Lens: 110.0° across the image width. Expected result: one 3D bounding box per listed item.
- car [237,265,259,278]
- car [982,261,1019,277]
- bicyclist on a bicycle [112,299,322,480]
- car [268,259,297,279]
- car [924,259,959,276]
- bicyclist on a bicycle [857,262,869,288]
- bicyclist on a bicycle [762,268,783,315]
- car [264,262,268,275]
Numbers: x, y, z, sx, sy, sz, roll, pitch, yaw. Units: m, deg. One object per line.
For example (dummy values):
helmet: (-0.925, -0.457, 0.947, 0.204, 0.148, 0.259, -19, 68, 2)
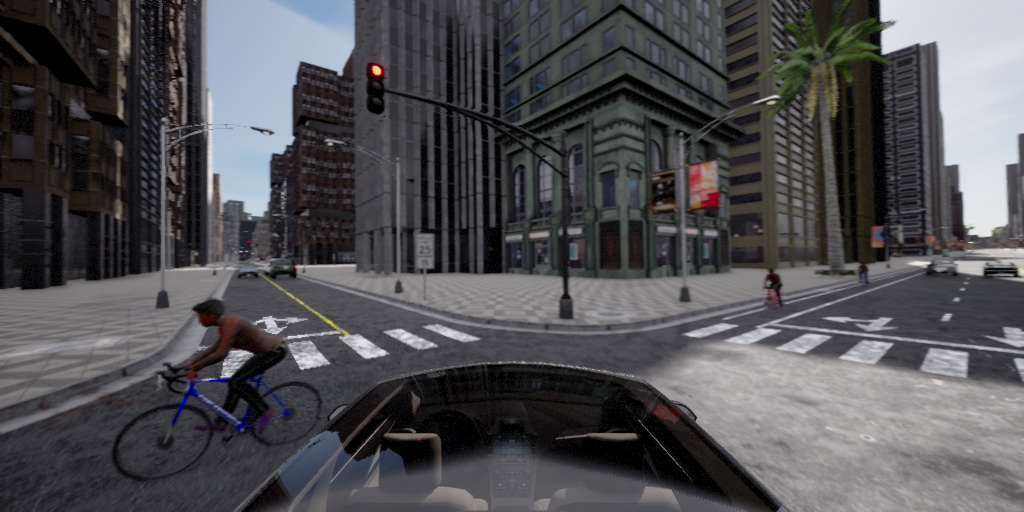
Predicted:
car: (-30.193, 1.728, 41.037, 2.033, 1.411, 5.357, 0, 0, -37)
car: (42.640, 1.119, 31.341, 4.718, 1.301, 1.895, 0, -1, -37)
bicyclist on a bicycle: (-2.834, 1.253, 3.619, 1.656, 1.620, 0.582, 0, -1, -37)
car: (-24.861, 1.359, 39.016, 2.150, 2.045, 5.566, 0, 0, -37)
car: (40.694, 1.081, 33.946, 4.902, 1.511, 2.128, 0, -1, -37)
bicyclist on a bicycle: (22.256, 1.196, 22.707, 1.656, 1.620, 0.582, -1, -1, -37)
bicyclist on a bicycle: (9.452, 1.272, 12.965, 1.656, 1.620, 0.582, -1, -1, -37)
car: (-31.099, 1.448, 47.191, 2.150, 2.045, 5.566, 0, 0, -37)
